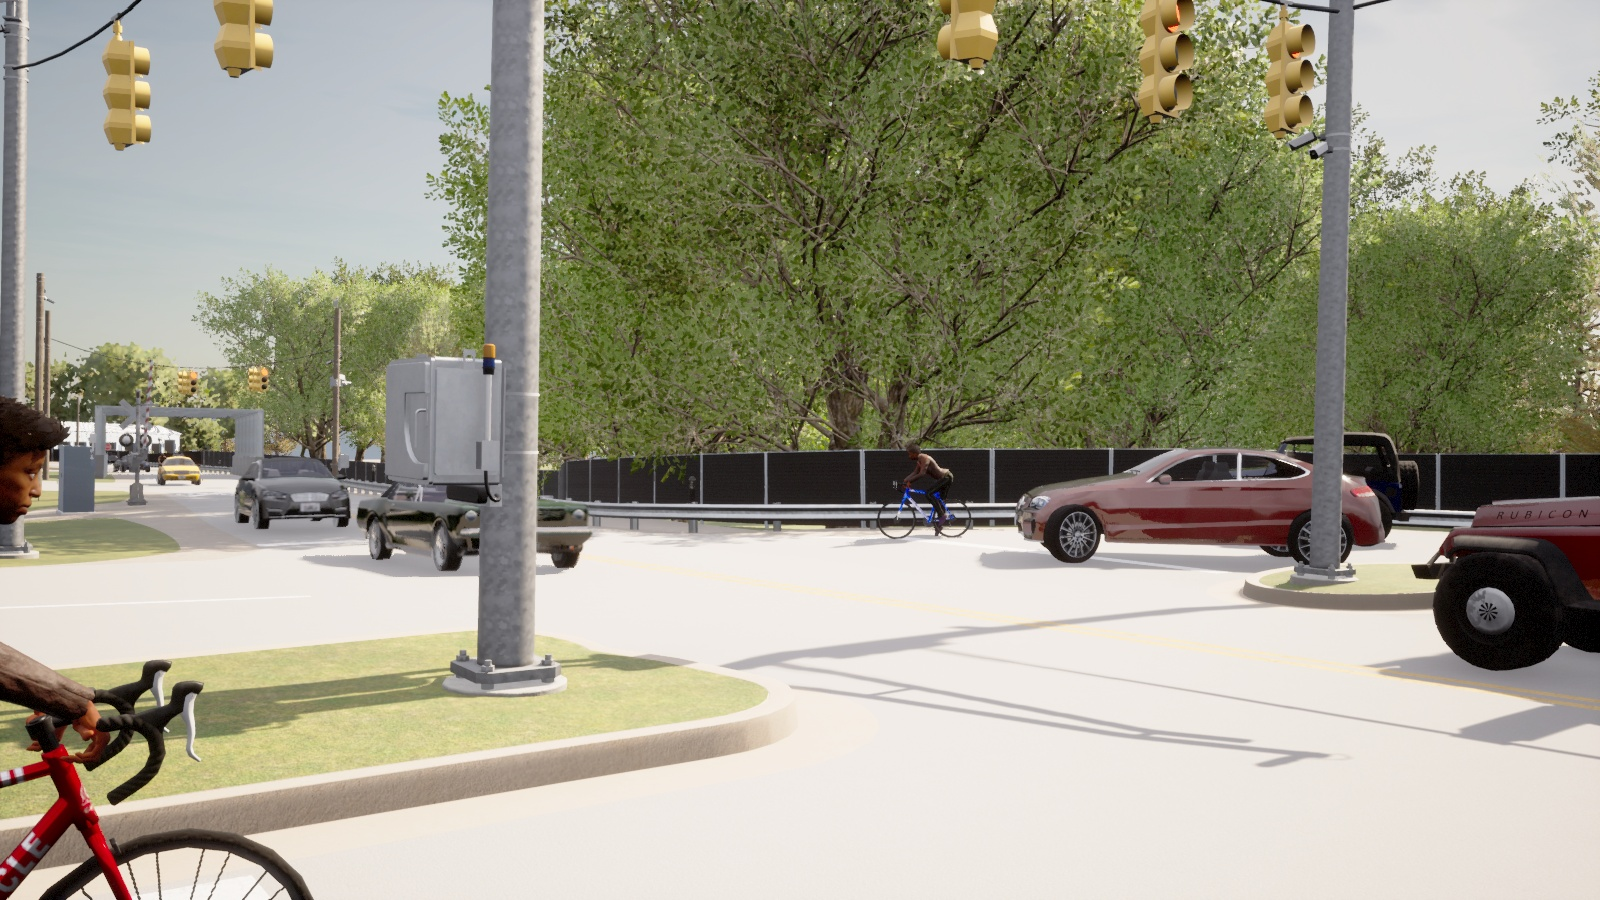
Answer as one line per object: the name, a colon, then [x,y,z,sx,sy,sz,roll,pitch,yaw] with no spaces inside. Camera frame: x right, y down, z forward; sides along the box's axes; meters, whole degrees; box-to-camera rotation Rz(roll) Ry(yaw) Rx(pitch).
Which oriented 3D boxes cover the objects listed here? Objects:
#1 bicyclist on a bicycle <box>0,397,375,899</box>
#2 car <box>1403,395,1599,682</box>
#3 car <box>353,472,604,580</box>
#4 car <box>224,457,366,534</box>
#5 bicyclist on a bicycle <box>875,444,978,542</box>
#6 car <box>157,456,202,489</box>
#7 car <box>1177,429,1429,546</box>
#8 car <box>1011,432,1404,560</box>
bicyclist on a bicycle: [-1.752,0.713,2.437,1.656,1.620,0.582,0,0,-36]
car: [6.358,0.580,8.264,1.905,1.878,3.866,1,-1,-35]
car: [-4.663,0.968,17.667,1.895,1.301,4.718,1,-2,-35]
car: [-11.215,0.933,27.677,2.128,1.511,4.902,0,0,-31]
bicyclist on a bicycle: [2.176,0.723,21.665,1.656,1.620,0.582,-1,1,-3]
car: [-31.674,1.115,64.036,1.801,1.575,5.366,0,0,-29]
car: [8.581,0.580,21.696,3.866,1.878,1.905,1,1,19]
car: [5.658,0.594,18.098,5.027,1.651,2.152,1,1,6]
